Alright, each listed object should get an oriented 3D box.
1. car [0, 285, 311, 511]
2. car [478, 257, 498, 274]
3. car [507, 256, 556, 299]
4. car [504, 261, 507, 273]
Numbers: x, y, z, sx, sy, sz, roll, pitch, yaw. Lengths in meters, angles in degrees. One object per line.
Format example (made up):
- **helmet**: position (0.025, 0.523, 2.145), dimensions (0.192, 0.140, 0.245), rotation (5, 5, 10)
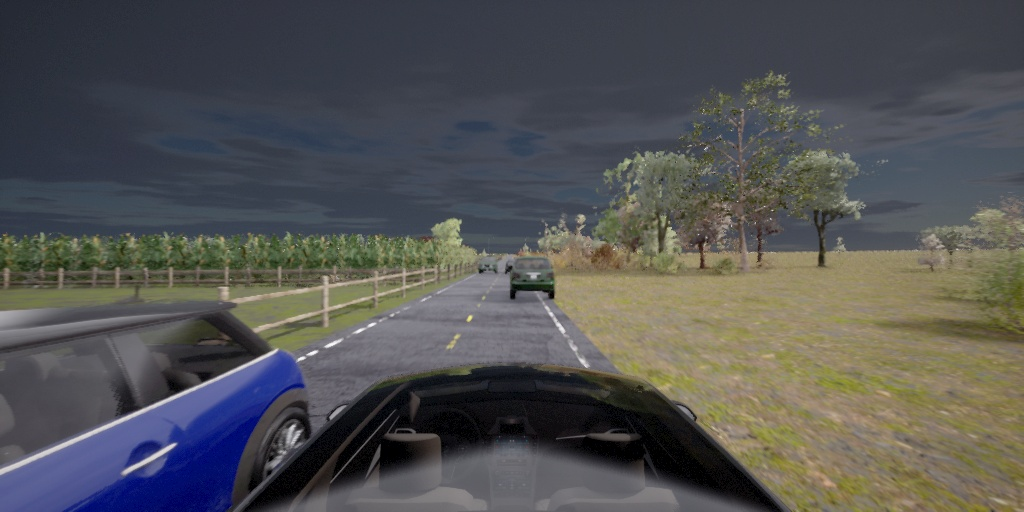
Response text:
- **car**: position (-2.849, 1.100, 1.301), dimensions (2.097, 1.767, 4.553), rotation (0, 0, 0)
- **car**: position (-2.831, 1.106, 43.863), dimensions (2.150, 2.045, 5.566), rotation (0, -1, 0)
- **car**: position (0.960, 1.034, 18.647), dimensions (2.150, 2.045, 5.566), rotation (0, 0, 0)
- **car**: position (0.065, 1.391, 45.766), dimensions (1.837, 1.490, 4.892), rotation (0, 0, 0)
